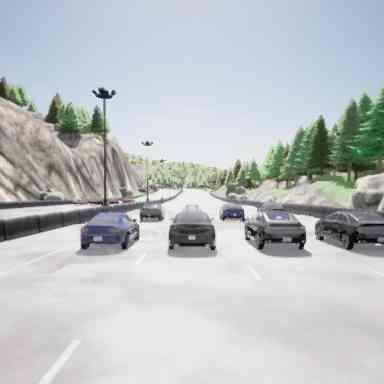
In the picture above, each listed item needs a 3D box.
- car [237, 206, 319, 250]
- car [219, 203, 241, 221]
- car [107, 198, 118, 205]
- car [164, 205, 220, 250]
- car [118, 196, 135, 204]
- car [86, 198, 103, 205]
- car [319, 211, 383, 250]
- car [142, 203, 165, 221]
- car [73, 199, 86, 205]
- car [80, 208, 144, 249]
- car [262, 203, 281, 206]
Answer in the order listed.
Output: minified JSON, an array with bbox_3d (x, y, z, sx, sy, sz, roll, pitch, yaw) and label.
[{"bbox_3d":[3.503,1.573,14.673,2.128,1.511,4.902,0,-1,0],"label":"car"},{"bbox_3d":[3.506,1.729,29.694,1.882,1.535,5.008,0,-1,0],"label":"car"},{"bbox_3d":[-17.486,2.140,73.023,1.882,1.535,5.008,0,-1,0],"label":"car"},{"bbox_3d":[0.003,1.560,14.675,1.882,1.535,5.008,0,-1,0],"label":"car"},{"bbox_3d":[-13.986,1.889,72.995,2.150,2.045,5.566,0,-1,0],"label":"car"},{"bbox_3d":[-20.986,2.137,73.023,1.882,1.535,5.008,0,-1,0],"label":"car"},{"bbox_3d":[7.003,1.575,14.672,2.128,1.511,4.902,0,-1,0],"label":"car"},{"bbox_3d":[-3.494,1.734,29.693,2.128,1.511,4.902,0,-1,0],"label":"car"},{"bbox_3d":[-24.486,2.252,72.993,1.895,1.301,4.718,0,-1,0],"label":"car"},{"bbox_3d":[-3.497,1.606,14.675,1.812,1.442,4.674,0,-1,0],"label":"car"},{"bbox_3d":[7.006,1.762,29.692,1.837,1.490,4.892,0,-1,0],"label":"car"}]
